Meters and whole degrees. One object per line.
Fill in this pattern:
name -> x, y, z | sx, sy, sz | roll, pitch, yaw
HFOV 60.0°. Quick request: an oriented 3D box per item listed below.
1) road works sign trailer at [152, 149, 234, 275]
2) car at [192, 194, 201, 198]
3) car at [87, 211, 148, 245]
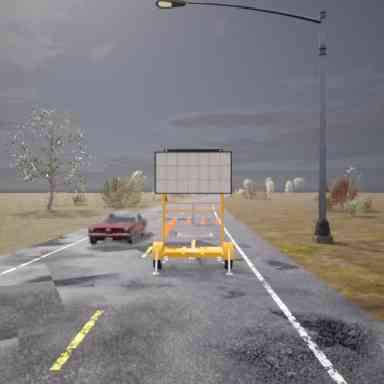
road works sign trailer -> 0.043, 0.463, 10.456 | 2.380, 3.560, 2.880 | 0, 0, 1
car -> 1.257, 1.051, 90.474 | 2.150, 2.045, 5.566 | 0, 0, 6
car -> -3.337, 1.599, 15.655 | 1.895, 1.301, 4.718 | 0, 0, 1
